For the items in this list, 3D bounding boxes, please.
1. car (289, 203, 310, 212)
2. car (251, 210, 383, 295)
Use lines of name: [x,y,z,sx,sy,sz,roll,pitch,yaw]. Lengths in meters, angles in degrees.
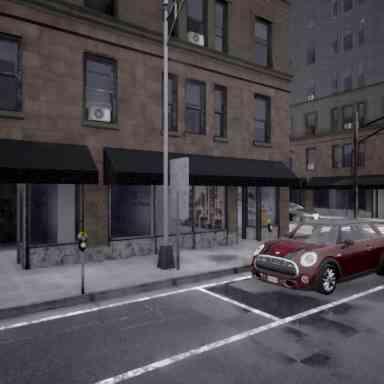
car: [7.034,1.541,24.605,2.128,1.511,4.902,0,0,-35]
car: [3.432,1.441,8.651,4.097,1.590,1.967,0,0,-36]
